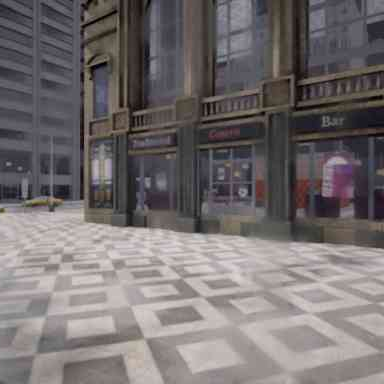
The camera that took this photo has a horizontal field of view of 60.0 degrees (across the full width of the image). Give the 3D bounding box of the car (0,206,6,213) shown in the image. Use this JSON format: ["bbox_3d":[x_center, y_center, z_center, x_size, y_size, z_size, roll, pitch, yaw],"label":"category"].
[{"bbox_3d":[-18.183,1.346,27.723,1.752,1.417,4.829,1,2,36],"label":"car"}]

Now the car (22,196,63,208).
[{"bbox_3d":[-18.684,1.149,41.623,1.752,1.417,4.829,1,2,36],"label":"car"}]
